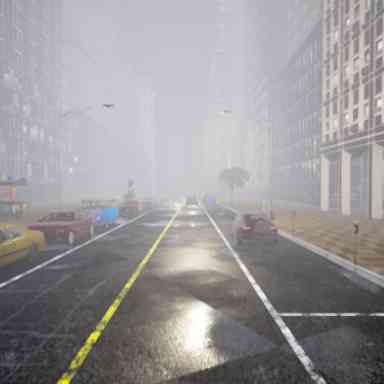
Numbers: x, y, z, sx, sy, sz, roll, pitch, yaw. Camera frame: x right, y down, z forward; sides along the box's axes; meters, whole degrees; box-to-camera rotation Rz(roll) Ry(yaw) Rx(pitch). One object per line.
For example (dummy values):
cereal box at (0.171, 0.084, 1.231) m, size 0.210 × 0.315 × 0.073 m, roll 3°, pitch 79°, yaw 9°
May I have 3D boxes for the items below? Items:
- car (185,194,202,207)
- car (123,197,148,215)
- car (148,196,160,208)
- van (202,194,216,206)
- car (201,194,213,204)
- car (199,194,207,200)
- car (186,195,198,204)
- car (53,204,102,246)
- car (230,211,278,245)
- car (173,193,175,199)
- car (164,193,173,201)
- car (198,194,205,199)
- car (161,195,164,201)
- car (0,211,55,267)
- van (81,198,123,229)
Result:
car at (-0.012, 1.347, 47.768) m, size 2.033 × 1.411 × 5.357 m, roll 0°, pitch 0°, yaw 0°
car at (-5.710, 1.406, 31.763) m, size 1.887 × 1.381 × 4.507 m, roll -1°, pitch 0°, yaw 0°
car at (-5.713, 1.368, 43.014) m, size 2.008 × 1.369 × 4.403 m, roll -1°, pitch 0°, yaw 0°
van at (2.661, 1.137, 48.641) m, size 1.690 × 1.788 × 3.998 m, roll -1°, pitch 0°, yaw 0°
car at (2.660, 1.196, 59.890) m, size 1.967 × 1.590 × 4.097 m, roll -1°, pitch 0°, yaw 0°
car at (2.656, 1.207, 82.561) m, size 1.752 × 1.417 × 4.829 m, roll -1°, pitch 0°, yaw 0°
car at (-0.015, 1.310, 58.125) m, size 2.033 × 1.411 × 5.357 m, roll 0°, pitch 0°, yaw 0°
car at (-5.706, 1.477, 14.889) m, size 1.887 × 1.381 × 4.507 m, roll -1°, pitch 0°, yaw 0°
car at (2.675, 1.514, 14.891) m, size 1.802 × 1.307 × 4.206 m, roll -1°, pitch 0°, yaw 0°
car at (-5.729, 1.088, 93.637) m, size 1.967 × 1.590 × 4.097 m, roll -1°, pitch 0°, yaw 0°
car at (-5.721, 1.269, 71.138) m, size 2.008 × 1.369 × 4.403 m, roll -1°, pitch 0°, yaw 0°
car at (2.654, 1.213, 93.640) m, size 1.947 × 1.339 × 4.313 m, roll -1°, pitch 0°, yaw 0°
car at (-5.715, 1.347, 48.638) m, size 2.008 × 1.369 × 4.403 m, roll -1°, pitch 0°, yaw 0°
car at (-5.705, 1.483, 9.094) m, size 1.752 × 1.417 × 4.829 m, roll -1°, pitch 0°, yaw 0°
van at (-5.711, 1.250, 20.512) m, size 1.690 × 1.788 × 3.998 m, roll -1°, pitch 0°, yaw 0°
